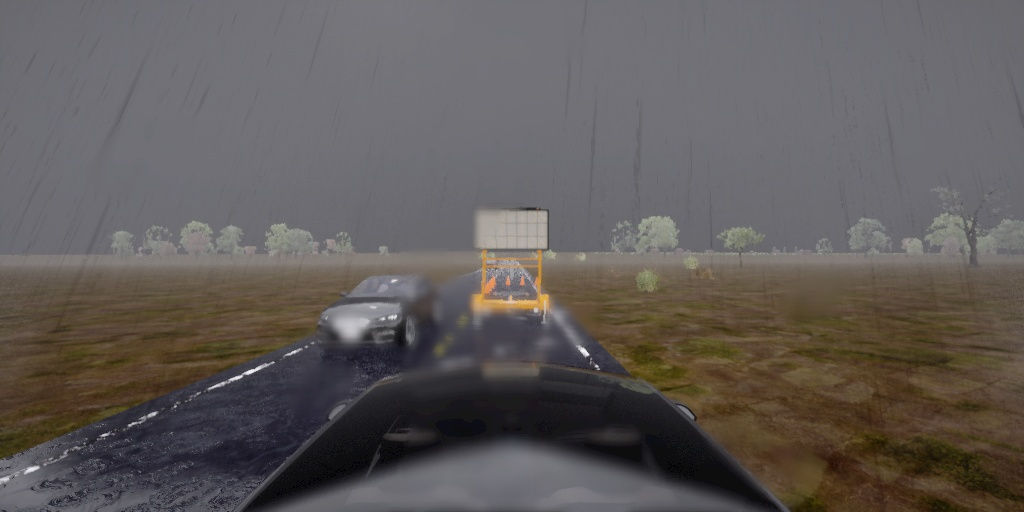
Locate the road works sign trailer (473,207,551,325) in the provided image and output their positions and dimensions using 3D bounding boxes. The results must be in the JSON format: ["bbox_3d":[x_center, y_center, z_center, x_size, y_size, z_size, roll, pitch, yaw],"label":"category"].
[{"bbox_3d":[-0.001,0.212,11.821,2.380,3.560,2.880,0,0,0],"label":"road works sign trailer"}]

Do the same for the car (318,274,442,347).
[{"bbox_3d":[-3.102,1.239,9.346,2.128,1.511,4.902,0,0,0],"label":"car"}]

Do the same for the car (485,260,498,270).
[{"bbox_3d":[-3.084,1.215,51.364,1.882,1.535,5.008,0,0,0],"label":"car"}]
